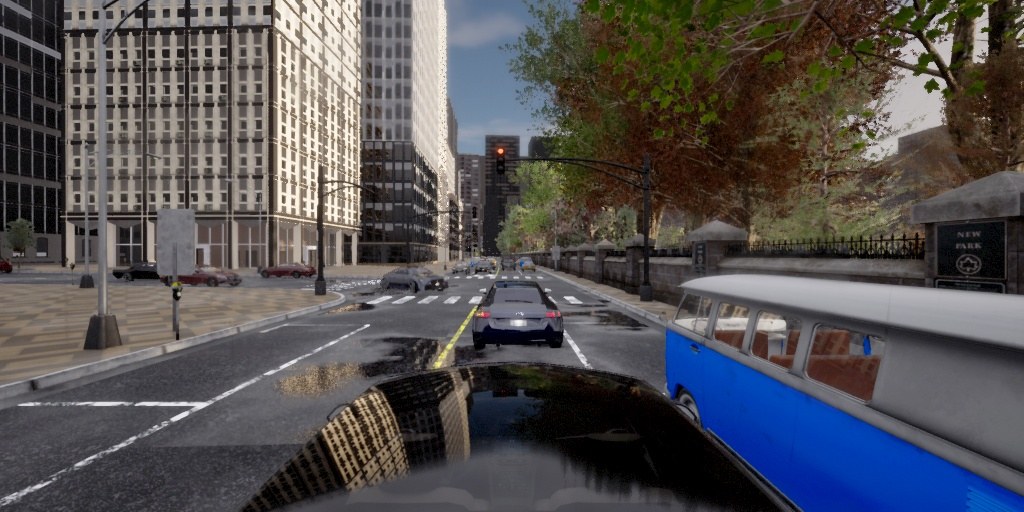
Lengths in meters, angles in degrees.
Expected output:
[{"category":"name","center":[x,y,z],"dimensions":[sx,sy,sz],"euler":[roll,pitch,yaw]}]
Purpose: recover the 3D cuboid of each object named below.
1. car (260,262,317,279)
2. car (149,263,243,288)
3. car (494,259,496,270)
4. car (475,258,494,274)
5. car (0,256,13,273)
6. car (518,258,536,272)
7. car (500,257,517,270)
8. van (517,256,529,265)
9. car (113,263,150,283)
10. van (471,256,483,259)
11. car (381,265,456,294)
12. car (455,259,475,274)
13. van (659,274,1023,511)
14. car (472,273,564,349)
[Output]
[{"category":"car","center":[-18.095,1.127,29.080],"dimensions":[4.207,1.307,1.802],"euler":[0,0,4]},{"category":"car","center":[-18.158,1.149,20.967],"dimensions":[4.207,1.307,1.802],"euler":[0,0,4]},{"category":"car","center":[-3.417,1.296,50.841],"dimensions":[1.994,1.385,4.181],"euler":[0,0,-2]},{"category":"car","center":[-3.230,1.242,40.862],"dimensions":[1.837,1.490,4.892],"euler":[0,0,-3]},{"category":"car","center":[-45.545,0.676,30.500],"dimensions":[4.097,1.591,1.967],"euler":[0,0,1]},{"category":"car","center":[2.114,1.260,46.341],"dimensions":[1.751,1.417,4.829],"euler":[0,0,-1]},{"category":"car","center":[-0.490,1.222,51.792],"dimensions":[2.128,1.511,4.902],"euler":[0,0,-1]},{"category":"van","center":[1.990,1.071,51.714],"dimensions":[1.690,1.789,3.998],"euler":[0,0,-1]},{"category":"car","center":[-23.326,1.103,23.835],"dimensions":[4.718,1.301,1.895],"euler":[1,0,4]},{"category":"van","center":[-6.332,1.064,62.462],"dimensions":[1.690,1.789,3.998],"euler":[0,0,-2]},{"category":"car","center":[-5.448,1.274,19.984],"dimensions":[4.181,1.385,1.994],"euler":[1,0,38]},{"category":"car","center":[-5.645,1.288,40.287],"dimensions":[2.007,1.370,4.403],"euler":[0,0,-1]},{"category":"van","center":[2.568,1.091,2.622],"dimensions":[1.690,1.789,3.998],"euler":[0,0,0]},{"category":"car","center":[0.098,1.313,9.202],"dimensions":[1.994,1.385,4.181],"euler":[0,0,-1]}]
